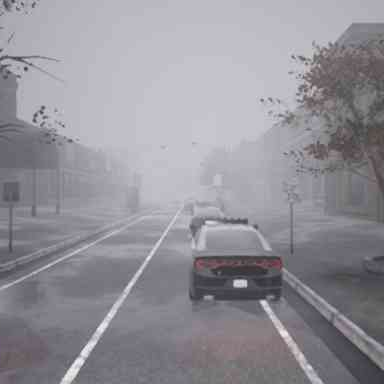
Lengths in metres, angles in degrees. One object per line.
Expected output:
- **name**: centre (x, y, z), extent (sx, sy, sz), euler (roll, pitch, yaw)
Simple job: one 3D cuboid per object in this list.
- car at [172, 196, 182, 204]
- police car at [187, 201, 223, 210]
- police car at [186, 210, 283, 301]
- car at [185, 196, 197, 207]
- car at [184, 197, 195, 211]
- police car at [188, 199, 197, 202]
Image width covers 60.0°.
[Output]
- **car**: centre (-3.160, 1.629, 70.206), extent (2.097, 1.767, 4.553), euler (0, 0, 0)
- **police car**: centre (0.859, 1.555, 18.667), extent (1.930, 1.638, 5.238), euler (0, 0, 0)
- **police car**: centre (0.882, 1.486, 8.667), extent (1.930, 1.638, 5.238), euler (0, 0, 0)
- **car**: centre (-0.135, 1.659, 59.367), extent (2.097, 1.767, 4.553), euler (0, 0, 0)
- **car**: centre (-0.089, 1.821, 46.248), extent (1.812, 1.442, 4.674), euler (0, 0, 0)
- **police car**: centre (0.845, 1.596, 24.667), extent (1.930, 1.638, 5.238), euler (0, 0, 0)
